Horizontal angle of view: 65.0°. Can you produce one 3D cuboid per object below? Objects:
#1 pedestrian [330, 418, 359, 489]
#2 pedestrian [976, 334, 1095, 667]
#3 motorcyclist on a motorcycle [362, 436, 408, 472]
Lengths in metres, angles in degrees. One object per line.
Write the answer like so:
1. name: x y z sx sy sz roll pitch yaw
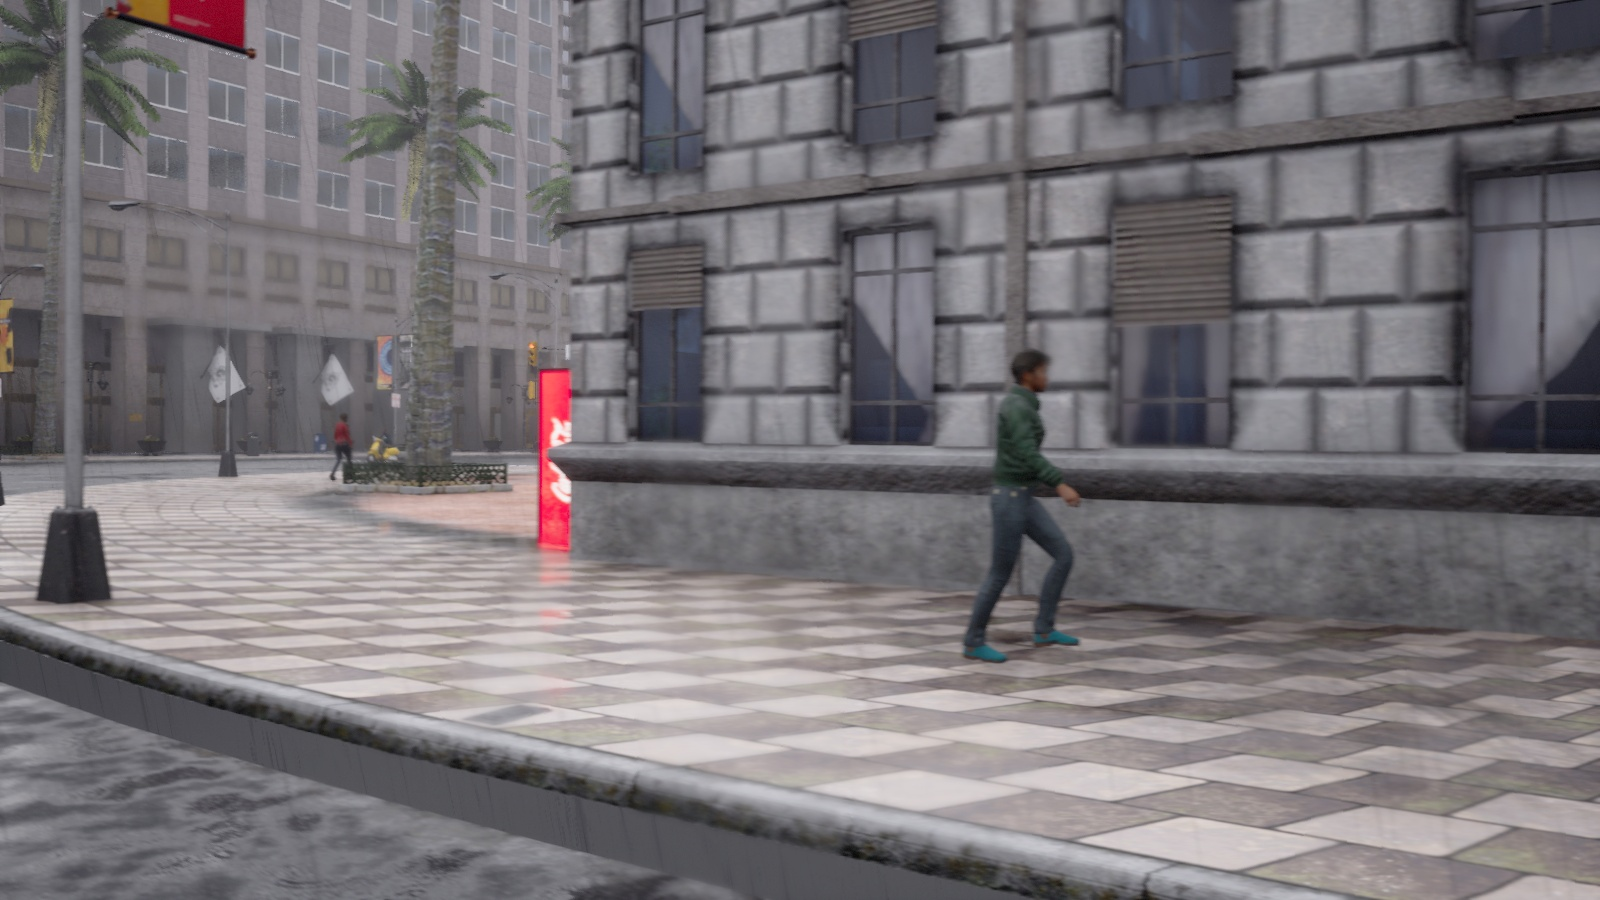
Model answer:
1. pedestrian: -12.022 0.094 33.130 0.331 1.846 0.636 0 1 25
2. pedestrian: 1.360 0.281 7.234 0.614 1.847 0.353 0 1 18
3. motorcyclist on a motorcycle: -18.780 0.162 56.810 0.866 1.590 1.817 0 1 33
